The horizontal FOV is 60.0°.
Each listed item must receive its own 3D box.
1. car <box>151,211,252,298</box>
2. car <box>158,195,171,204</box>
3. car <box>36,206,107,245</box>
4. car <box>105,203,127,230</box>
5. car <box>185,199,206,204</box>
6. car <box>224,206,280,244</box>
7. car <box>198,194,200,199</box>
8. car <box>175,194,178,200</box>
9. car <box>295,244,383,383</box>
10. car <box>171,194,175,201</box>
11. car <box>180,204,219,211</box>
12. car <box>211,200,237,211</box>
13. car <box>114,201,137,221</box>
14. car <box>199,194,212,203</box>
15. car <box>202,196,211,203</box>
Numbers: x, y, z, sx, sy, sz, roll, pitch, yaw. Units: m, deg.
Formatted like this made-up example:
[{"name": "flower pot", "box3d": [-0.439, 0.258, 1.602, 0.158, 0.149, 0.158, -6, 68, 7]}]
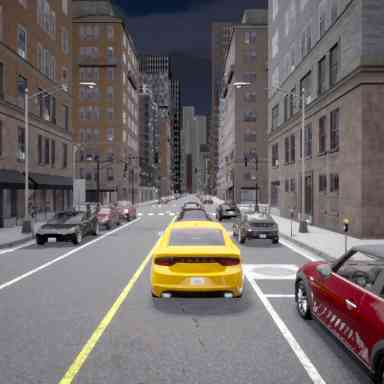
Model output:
[{"name": "car", "box3d": [0.100, 1.478, 8.552, 1.882, 1.535, 5.008, 0, 0, 0]}, {"name": "car", "box3d": [-5.590, 1.625, 63.736, 1.802, 1.307, 4.206, 0, 0, 0]}, {"name": "car", "box3d": [-5.658, 1.567, 15.630, 1.947, 1.339, 4.313, 0, 0, 0]}, {"name": "car", "box3d": [-5.655, 1.584, 21.132, 1.802, 1.307, 4.206, 0, 0, 0]}, {"name": "car", "box3d": [0.019, 1.529, 26.356, 1.812, 1.442, 4.674, 0, 0, 2]}, {"name": "car", "box3d": [2.867, 1.552, 15.624, 2.008, 1.369, 4.403, 0, 0, 0]}, {"name": "car", "box3d": [2.962, 1.616, 74.535, 2.008, 1.369, 4.403, 0, 0, 0]}, {"name": "car", "box3d": [-5.523, 1.637, 90.608, 1.752, 1.417, 4.829, 0, 0, 0]}, {"name": "car", "box3d": [2.859, 1.440, 4.621, 1.967, 1.590, 4.097, 0, 0, 0]}, {"name": "car", "box3d": [-5.562, 1.616, 74.553, 2.008, 1.369, 4.403, 0, 0, 0]}, {"name": "car", "box3d": [0.119, 1.565, 17.545, 1.994, 1.385, 4.181, 0, 0, 0]}, {"name": "car", "box3d": [2.875, 1.569, 26.627, 1.947, 1.339, 4.313, 0, 0, 0]}, {"name": "car", "box3d": [-5.651, 1.443, 26.633, 1.967, 1.590, 4.097, 0, 0, 0]}, {"name": "car", "box3d": [2.934, 1.484, 63.717, 1.967, 1.590, 4.097, 0, 0, 0]}, {"name": "car", "box3d": [2.949, 1.579, 69.296, 1.752, 1.417, 4.829, 0, 0, 0]}]
